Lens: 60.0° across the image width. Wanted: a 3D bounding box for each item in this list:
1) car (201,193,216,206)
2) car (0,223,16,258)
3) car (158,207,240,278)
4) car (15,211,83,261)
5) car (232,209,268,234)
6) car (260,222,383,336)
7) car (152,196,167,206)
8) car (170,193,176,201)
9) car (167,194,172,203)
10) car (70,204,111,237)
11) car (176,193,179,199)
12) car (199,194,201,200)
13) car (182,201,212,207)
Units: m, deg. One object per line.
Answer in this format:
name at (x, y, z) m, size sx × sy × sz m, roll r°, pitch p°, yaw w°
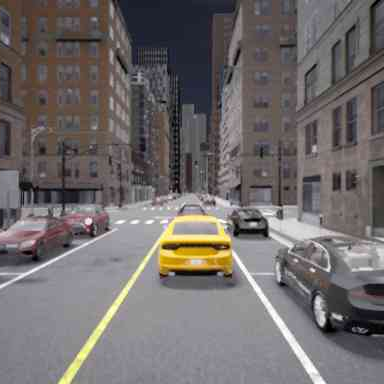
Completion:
car at (2.895, 1.380, 54.680) m, size 1.967 × 1.590 × 4.097 m, roll 0°, pitch 0°, yaw 0°
car at (-5.669, 1.554, 6.588) m, size 1.947 × 1.339 × 4.313 m, roll 0°, pitch 0°, yaw 0°
car at (0.102, 1.459, 10.148) m, size 1.882 × 1.535 × 5.008 m, roll 0°, pitch 0°, yaw 0°
car at (-5.668, 1.560, 12.090) m, size 1.802 × 1.307 × 4.206 m, roll 0°, pitch 0°, yaw 0°
car at (2.858, 1.536, 17.590) m, size 1.947 × 1.339 × 4.313 m, roll 0°, pitch 0°, yaw 0°
car at (2.856, 1.539, 6.588) m, size 2.008 × 1.369 × 4.403 m, roll 0°, pitch 0°, yaw 0°
car at (-5.629, 1.522, 54.694) m, size 1.802 × 1.307 × 4.206 m, roll 0°, pitch 0°, yaw 0°
car at (-5.578, 1.483, 81.567) m, size 1.752 × 1.417 × 4.829 m, roll 0°, pitch 0°, yaw 0°
car at (-5.608, 1.492, 65.511) m, size 2.008 × 1.369 × 4.403 m, roll 0°, pitch 0°, yaw 0°
car at (-5.668, 1.410, 17.591) m, size 1.967 × 1.590 × 4.097 m, roll 0°, pitch 0°, yaw 0°
car at (-5.558, 1.294, 92.554) m, size 2.192 × 1.841 × 5.009 m, roll 0°, pitch 0°, yaw 0°
car at (2.917, 1.492, 65.498) m, size 2.008 × 1.369 × 4.403 m, roll 0°, pitch 0°, yaw 0°
car at (-0.035, 1.526, 22.071) m, size 1.994 × 1.385 × 4.181 m, roll 0°, pitch 0°, yaw -2°
